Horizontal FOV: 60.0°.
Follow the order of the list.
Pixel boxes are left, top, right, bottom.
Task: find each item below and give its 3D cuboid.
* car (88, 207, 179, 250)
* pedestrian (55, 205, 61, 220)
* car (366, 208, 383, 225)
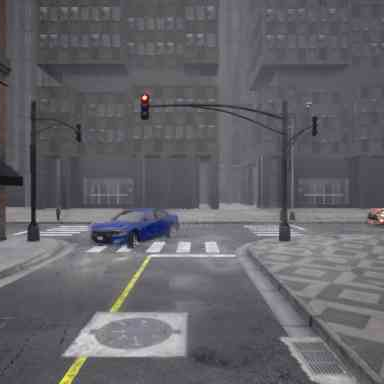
[{"bbox_3d":[-2.396,1.477,14.782,1.882,1.535,5.008,-2,-1,26],"label":"car"},{"bbox_3d":[-9.825,1.532,24.453,0.500,1.100,0.500,0,0,1],"label":"pedestrian"},{"bbox_3d":[13.658,1.331,21.147,4.553,1.767,2.097,0,0,1],"label":"car"}]
